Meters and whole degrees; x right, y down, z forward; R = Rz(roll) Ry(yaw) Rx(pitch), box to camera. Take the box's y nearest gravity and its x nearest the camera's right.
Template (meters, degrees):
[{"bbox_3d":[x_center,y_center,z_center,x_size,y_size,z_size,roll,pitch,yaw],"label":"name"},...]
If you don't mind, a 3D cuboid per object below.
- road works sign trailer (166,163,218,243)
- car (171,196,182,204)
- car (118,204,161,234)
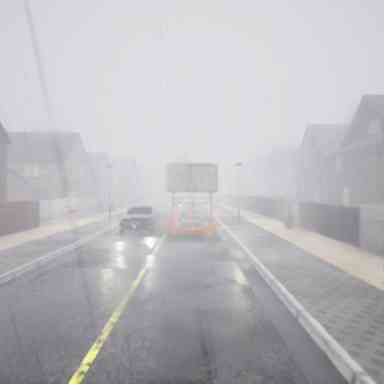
[{"bbox_3d":[0.014,0.415,15.715,2.380,3.560,2.880,0,0,0],"label":"road works sign trailer"},{"bbox_3d":[-2.755,1.454,60.853,1.882,1.535,5.008,0,0,1],"label":"car"},{"bbox_3d":[-2.838,1.448,18.807,1.837,1.490,4.892,0,0,0],"label":"car"}]
